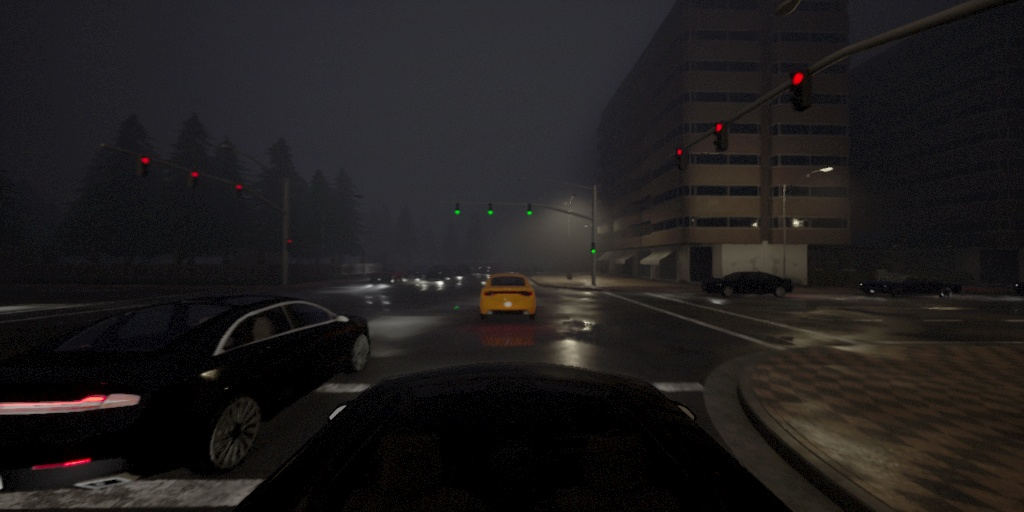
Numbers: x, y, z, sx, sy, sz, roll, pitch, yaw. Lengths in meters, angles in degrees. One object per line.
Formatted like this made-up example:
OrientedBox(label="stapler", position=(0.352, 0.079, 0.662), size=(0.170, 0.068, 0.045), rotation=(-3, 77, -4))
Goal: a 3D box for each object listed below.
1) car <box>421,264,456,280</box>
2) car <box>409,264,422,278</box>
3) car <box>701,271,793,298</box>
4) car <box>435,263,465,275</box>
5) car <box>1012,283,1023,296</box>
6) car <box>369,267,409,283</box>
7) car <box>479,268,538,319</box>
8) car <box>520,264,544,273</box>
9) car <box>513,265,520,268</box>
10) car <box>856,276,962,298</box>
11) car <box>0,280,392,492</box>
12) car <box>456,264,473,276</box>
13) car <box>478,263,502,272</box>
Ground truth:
OrientedBox(label="car", position=(-7.524, 1.655, 37.152), size=(1.882, 1.535, 5.008), rotation=(0, -1, 2))
OrientedBox(label="car", position=(-10.743, 1.693, 41.683), size=(1.882, 1.535, 5.008), rotation=(0, -1, 6))
OrientedBox(label="car", position=(14.134, 1.659, 21.733), size=(5.008, 1.535, 1.882), rotation=(0, -1, -1))
OrientedBox(label="car", position=(-8.858, 1.855, 51.545), size=(2.128, 1.511, 4.902), rotation=(0, -1, 18))
OrientedBox(label="car", position=(34.403, 1.937, 22.234), size=(4.718, 1.301, 1.895), rotation=(0, -1, -1))
OrientedBox(label="car", position=(-11.127, 1.685, 32.285), size=(1.895, 1.301, 4.718), rotation=(0, -1, 0))
OrientedBox(label="car", position=(-0.173, 1.404, 13.806), size=(1.882, 1.535, 5.008), rotation=(0, -1, -1))
OrientedBox(label="car", position=(3.710, 2.137, 60.254), size=(1.994, 1.385, 4.181), rotation=(0, -1, 36))
OrientedBox(label="car", position=(2.175, 2.167, 64.451), size=(2.033, 1.411, 5.357), rotation=(0, -1, 41))
OrientedBox(label="car", position=(24.206, 1.859, 21.985), size=(4.718, 1.301, 1.895), rotation=(0, -1, -1))
OrientedBox(label="car", position=(-3.495, 1.258, 4.741), size=(2.128, 1.511, 4.902), rotation=(0, -1, -1))
OrientedBox(label="car", position=(-6.570, 1.816, 46.509), size=(1.837, 1.490, 4.892), rotation=(0, -1, 13))
OrientedBox(label="car", position=(-3.363, 1.813, 55.786), size=(2.097, 1.767, 4.553), rotation=(0, -1, 27))
